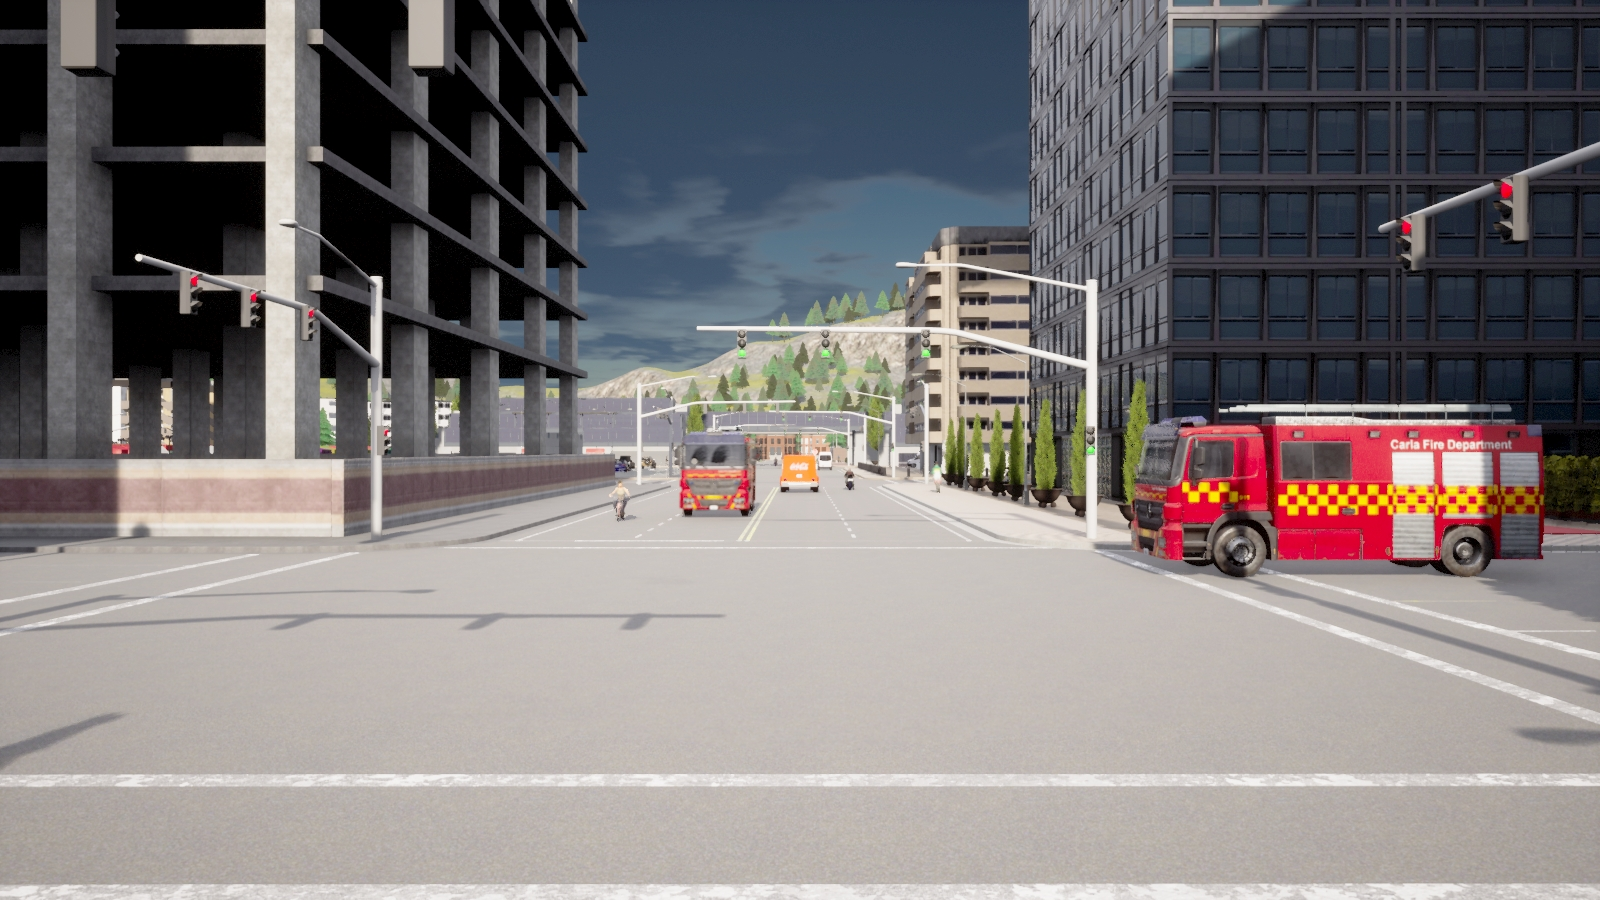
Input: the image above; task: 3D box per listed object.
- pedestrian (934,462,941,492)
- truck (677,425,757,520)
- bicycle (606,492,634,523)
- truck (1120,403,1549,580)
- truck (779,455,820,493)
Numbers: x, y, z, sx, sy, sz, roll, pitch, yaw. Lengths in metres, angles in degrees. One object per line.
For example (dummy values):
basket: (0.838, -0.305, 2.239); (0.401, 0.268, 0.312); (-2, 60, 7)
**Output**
pedestrian: (8.555, 1.698, 71.110); (0.375, 1.860, 0.375); (0, 0, -1)
truck: (-3.506, 0.892, 50.174); (2.891, 3.827, 8.468); (0, 0, 0)
bicycle: (-7.023, 2.234, 44.632); (0.859, 1.126, 1.487); (0, 0, 0)
truck: (11.970, 0.891, 26.158); (8.468, 3.827, 2.891); (0, 0, -1)
truck: (-0.021, 1.570, 76.778); (2.627, 2.467, 5.204); (0, 0, 0)
